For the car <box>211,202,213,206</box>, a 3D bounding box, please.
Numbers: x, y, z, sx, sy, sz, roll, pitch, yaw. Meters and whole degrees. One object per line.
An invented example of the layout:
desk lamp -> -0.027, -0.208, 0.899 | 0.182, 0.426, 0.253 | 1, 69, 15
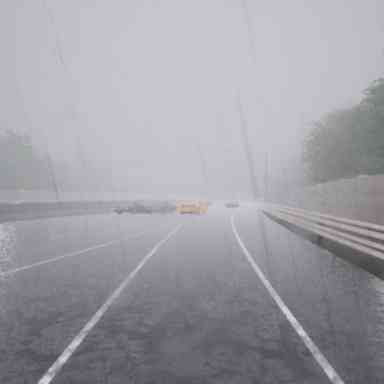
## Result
car -> 3.228, 2.366, 71.173 | 2.128, 1.511, 4.902 | 0, -1, 16

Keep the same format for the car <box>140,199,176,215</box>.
car -> -3.173, 1.694, 35.367 | 2.033, 1.411, 5.357 | -1, -1, 16

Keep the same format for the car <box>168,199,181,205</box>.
car -> -4.852, 2.743, 94.248 | 2.128, 1.511, 4.902 | 0, -1, 16

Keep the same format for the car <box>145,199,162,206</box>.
car -> -9.119, 2.461, 79.002 | 2.033, 1.411, 5.357 | 0, -1, 16

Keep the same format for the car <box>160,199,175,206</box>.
car -> -5.748, 2.399, 78.060 | 1.882, 1.535, 5.008 | 0, -1, 16

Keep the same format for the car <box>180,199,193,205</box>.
car -> -1.482, 2.743, 93.304 | 2.128, 1.511, 4.902 | 0, -1, 16

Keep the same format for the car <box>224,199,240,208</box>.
car -> 7.549, 2.270, 60.642 | 1.895, 1.301, 4.718 | 0, -1, 16

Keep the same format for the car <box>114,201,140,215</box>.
car -> -6.537, 1.736, 36.308 | 2.033, 1.411, 5.357 | -1, -1, 16

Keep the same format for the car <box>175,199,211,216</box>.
car -> 0.214, 1.627, 34.424 | 1.882, 1.535, 5.008 | 0, -1, 16

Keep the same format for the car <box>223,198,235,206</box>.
car -> 8.755, 2.347, 77.935 | 2.097, 1.767, 4.553 | 0, -1, 16
